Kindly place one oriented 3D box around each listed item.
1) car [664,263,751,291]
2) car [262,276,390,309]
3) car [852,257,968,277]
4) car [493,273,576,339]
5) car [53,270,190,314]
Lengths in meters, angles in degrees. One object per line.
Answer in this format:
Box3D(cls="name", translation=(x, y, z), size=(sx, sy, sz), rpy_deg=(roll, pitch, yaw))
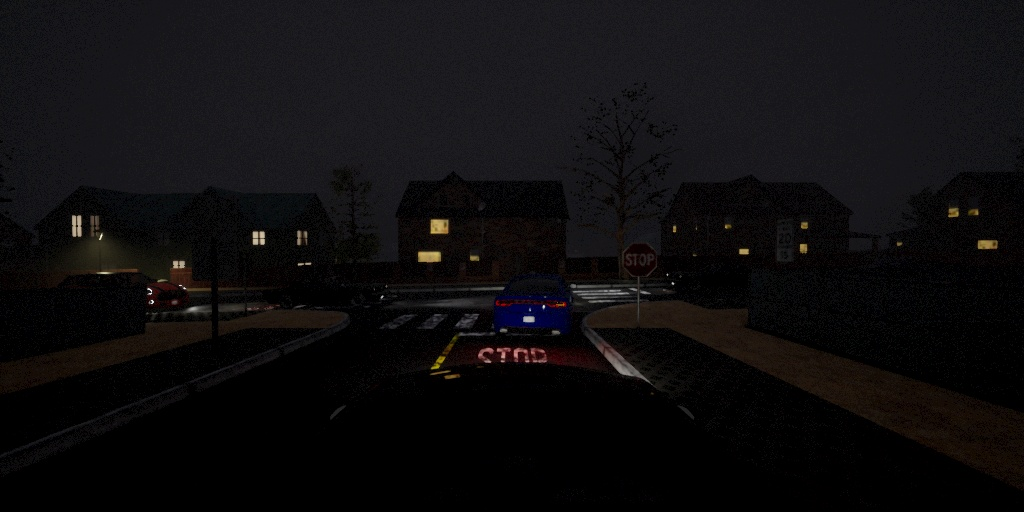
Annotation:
Box3D(cls="car", translation=(10.417, 1.034, 18.370), size=(4.718, 1.301, 1.895), rpy_deg=(-1, 1, -1))
Box3D(cls="car", translation=(-7.806, 1.506, 15.450), size=(4.718, 1.301, 1.895), rpy_deg=(-1, 1, 0))
Box3D(cls="car", translation=(20.063, 0.753, 18.403), size=(5.357, 1.411, 2.033), rpy_deg=(-1, 1, 0))
Box3D(cls="car", translation=(0.790, 1.226, 10.239), size=(1.882, 1.535, 5.008), rpy_deg=(0, 0, 10))
Box3D(cls="car", translation=(-16.793, 1.472, 15.446), size=(4.553, 1.767, 2.097), rpy_deg=(-1, 1, 0))
